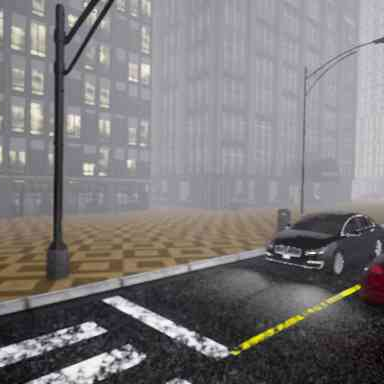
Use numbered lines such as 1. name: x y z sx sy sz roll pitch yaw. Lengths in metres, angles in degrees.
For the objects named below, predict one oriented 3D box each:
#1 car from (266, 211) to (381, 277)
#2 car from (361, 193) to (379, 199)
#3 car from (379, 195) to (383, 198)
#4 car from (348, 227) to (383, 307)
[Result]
1. car: 4.161 1.362 10.026 4.892 1.490 1.837 0 2 -43
2. car: 43.830 0.970 81.616 1.947 1.339 4.313 -1 1 -28
3. car: 46.500 1.018 76.665 1.947 1.339 4.313 -1 1 -28
4. car: 5.082 1.508 6.702 4.181 1.385 1.994 0 2 -43
